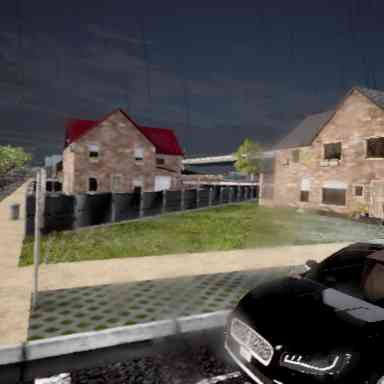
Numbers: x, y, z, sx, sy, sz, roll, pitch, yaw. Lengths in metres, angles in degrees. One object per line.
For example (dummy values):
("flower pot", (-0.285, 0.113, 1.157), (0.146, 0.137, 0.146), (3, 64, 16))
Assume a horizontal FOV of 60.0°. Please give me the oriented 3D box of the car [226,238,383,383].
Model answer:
("car", (2.792, 1.415, 4.295), (4.892, 1.490, 1.837), (1, 2, -22))
